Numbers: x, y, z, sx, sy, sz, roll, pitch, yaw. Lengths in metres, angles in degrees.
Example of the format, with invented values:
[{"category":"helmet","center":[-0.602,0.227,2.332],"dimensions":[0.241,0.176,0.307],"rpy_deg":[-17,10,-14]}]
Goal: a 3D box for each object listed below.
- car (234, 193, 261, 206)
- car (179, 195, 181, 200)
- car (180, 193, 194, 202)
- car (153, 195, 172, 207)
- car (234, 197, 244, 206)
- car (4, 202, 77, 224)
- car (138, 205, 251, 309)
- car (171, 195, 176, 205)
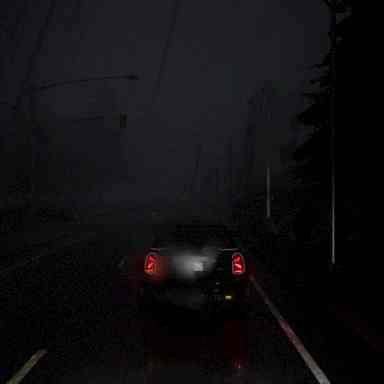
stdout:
[{"category":"car","center":[8.504,1.146,51.272],"dimensions":[3.866,1.878,1.905],"rpy_deg":[0,0,-1]},{"category":"car","center":[-2.115,1.158,83.545],"dimensions":[2.097,1.767,4.553],"rpy_deg":[0,0,-13]},{"category":"car","center":[-0.841,1.555,73.411],"dimensions":[1.895,1.301,4.718],"rpy_deg":[0,0,-7]},{"category":"car","center":[-3.986,1.496,43.622],"dimensions":[1.812,1.442,4.674],"rpy_deg":[0,0,0]},{"category":"car","center":[8.915,1.144,48.761],"dimensions":[4.605,1.855,1.932],"rpy_deg":[0,0,-1]},{"category":"car","center":[-10.820,1.477,23.916],"dimensions":[4.902,1.511,2.128],"rpy_deg":[0,0,1]},{"category":"car","center":[0.072,1.352,8.047],"dimensions":[2.097,1.767,4.553],"rpy_deg":[0,0,1]},{"category":"car","center":[-4.049,1.476,53.666],"dimensions":[1.837,1.490,4.892],"rpy_deg":[0,0,0]}]
